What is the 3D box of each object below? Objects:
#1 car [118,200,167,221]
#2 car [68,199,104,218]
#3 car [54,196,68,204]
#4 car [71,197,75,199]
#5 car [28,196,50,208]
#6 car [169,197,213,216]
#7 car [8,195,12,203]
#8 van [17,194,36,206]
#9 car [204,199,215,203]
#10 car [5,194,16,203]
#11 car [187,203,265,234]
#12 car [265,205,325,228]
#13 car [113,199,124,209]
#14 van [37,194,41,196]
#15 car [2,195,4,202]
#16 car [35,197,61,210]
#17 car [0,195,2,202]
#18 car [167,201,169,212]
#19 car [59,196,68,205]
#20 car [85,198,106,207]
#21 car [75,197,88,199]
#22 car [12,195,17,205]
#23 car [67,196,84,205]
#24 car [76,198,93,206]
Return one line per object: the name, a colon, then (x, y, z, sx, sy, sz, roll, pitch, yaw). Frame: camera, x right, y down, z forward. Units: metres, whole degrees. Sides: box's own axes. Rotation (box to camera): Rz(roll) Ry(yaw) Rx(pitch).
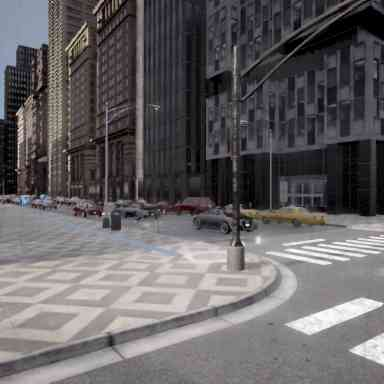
car: (-4.284, 1.625, 28.099, 1.994, 1.385, 4.181, 0, 0, -35)
car: (-9.917, 1.612, 31.446, 1.887, 1.381, 4.507, 0, 0, -35)
car: (-28.854, 1.668, 72.965, 1.967, 1.590, 4.097, 0, 0, -35)
car: (-17.516, 1.654, 52.339, 1.837, 1.490, 4.892, 0, 0, -35)
car: (-22.861, 1.712, 49.737, 1.802, 1.307, 4.206, 0, 0, -35)
car: (0.267, 1.398, 31.812, 2.192, 1.841, 5.009, 0, 0, -35)
car: (-35.804, 1.779, 68.029, 1.802, 1.307, 4.206, 0, 0, -35)
van: (-29.333, 1.505, 58.884, 1.690, 1.788, 3.998, 0, 0, -35)
car: (3.405, 1.594, 27.377, 1.752, 1.417, 4.829, 0, 0, -35)
car: (-39.041, 1.529, 72.603, 2.192, 1.841, 5.009, 0, 0, -35)
car: (1.842, 1.596, 19.448, 1.994, 1.385, 4.181, 0, 0, -35)
car: (6.641, 1.579, 22.805, 1.752, 1.417, 4.829, 0, 0, -35)
car: (-9.440, 1.680, 45.530, 2.008, 1.369, 4.403, 0, 0, -35)
van: (-38.562, 1.622, 86.684, 1.690, 1.788, 3.998, 0, 0, -35)
car: (-42.277, 1.814, 77.175, 1.802, 1.307, 4.206, 0, 0, -35)
car: (-19.625, 1.696, 45.164, 1.802, 1.307, 4.206, 0, 0, -35)
car: (-45.512, 1.690, 81.748, 1.967, 1.590, 4.097, 0, 0, -35)
car: (-2.968, 1.643, 36.384, 1.887, 1.381, 4.507, 0, 0, -35)
car: (-23.534, 1.780, 60.840, 1.895, 1.301, 4.718, 0, 0, -36)
car: (-15.911, 1.727, 54.675, 1.947, 1.339, 4.313, 0, 0, -35)
car: (-11.807, 1.600, 38.762, 1.837, 1.490, 4.892, 0, 0, -35)
car: (-32.471, 1.705, 63.318, 1.752, 1.417, 4.829, 0, 0, -35)
car: (-22.383, 1.634, 63.820, 1.967, 1.590, 4.097, 0, 0, -35)
car: (-19.147, 1.760, 59.248, 1.802, 1.307, 4.206, 0, 0, -35)
